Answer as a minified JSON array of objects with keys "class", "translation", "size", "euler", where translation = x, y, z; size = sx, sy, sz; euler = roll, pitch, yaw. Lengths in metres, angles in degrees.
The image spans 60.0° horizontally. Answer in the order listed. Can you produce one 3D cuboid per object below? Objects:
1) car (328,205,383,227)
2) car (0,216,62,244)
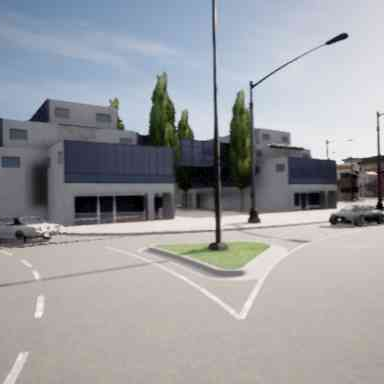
[{"class":"car","translation":[11.217,1.574,22.629],"size":[4.181,1.385,1.994],"euler":[-1,-1,-32]},{"class":"car","translation":[-9.436,1.946,17.833],"size":[4.718,1.301,1.895],"euler":[-1,-1,22]}]
